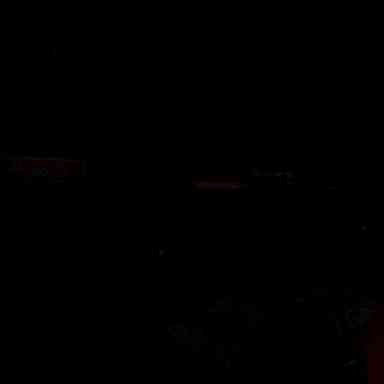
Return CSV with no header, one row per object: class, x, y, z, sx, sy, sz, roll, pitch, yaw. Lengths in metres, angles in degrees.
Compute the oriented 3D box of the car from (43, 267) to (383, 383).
car,0.664,1.581,3.277,4.206,1.307,1.802,0,0,-35
